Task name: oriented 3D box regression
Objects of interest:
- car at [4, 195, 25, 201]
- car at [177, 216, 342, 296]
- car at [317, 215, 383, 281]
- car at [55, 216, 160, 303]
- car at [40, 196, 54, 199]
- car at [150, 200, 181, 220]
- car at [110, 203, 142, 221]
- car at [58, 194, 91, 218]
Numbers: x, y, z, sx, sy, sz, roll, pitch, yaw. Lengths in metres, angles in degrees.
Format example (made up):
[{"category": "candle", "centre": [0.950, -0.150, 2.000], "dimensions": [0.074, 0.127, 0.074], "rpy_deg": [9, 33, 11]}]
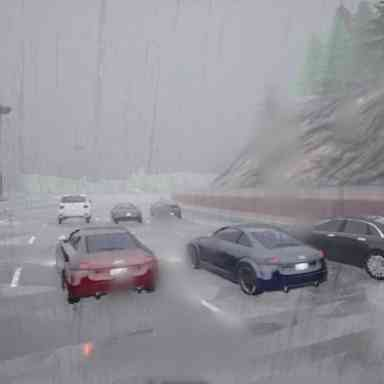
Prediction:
[{"category": "car", "centre": [-32.851, 1.501, 62.031], "dimensions": [2.128, 1.511, 4.902], "rpy_deg": [0, 0, -3]}, {"category": "car", "centre": [1.408, 1.519, 8.724], "dimensions": [1.994, 1.385, 4.181], "rpy_deg": [-1, 0, -26]}, {"category": "car", "centre": [4.753, 1.433, 9.809], "dimensions": [1.837, 1.490, 4.892], "rpy_deg": [-1, 0, -26]}, {"category": "car", "centre": [-2.306, 1.546, 8.401], "dimensions": [1.994, 1.385, 4.181], "rpy_deg": [-1, 0, -25]}, {"category": "car", "centre": [-29.431, 1.463, 67.578], "dimensions": [1.994, 1.385, 4.181], "rpy_deg": [0, 0, 0]}, {"category": "car", "centre": [-2.260, 1.416, 27.573], "dimensions": [1.837, 1.490, 4.892], "rpy_deg": [-1, 0, -18]}, {"category": "car", "centre": [-4.970, 1.505, 24.612], "dimensions": [1.994, 1.385, 4.181], "rpy_deg": [0, 0, -18]}, {"category": "car", "centre": [-8.945, 1.186, 25.425], "dimensions": [2.150, 2.045, 5.566], "rpy_deg": [-1, 0, -18]}]
